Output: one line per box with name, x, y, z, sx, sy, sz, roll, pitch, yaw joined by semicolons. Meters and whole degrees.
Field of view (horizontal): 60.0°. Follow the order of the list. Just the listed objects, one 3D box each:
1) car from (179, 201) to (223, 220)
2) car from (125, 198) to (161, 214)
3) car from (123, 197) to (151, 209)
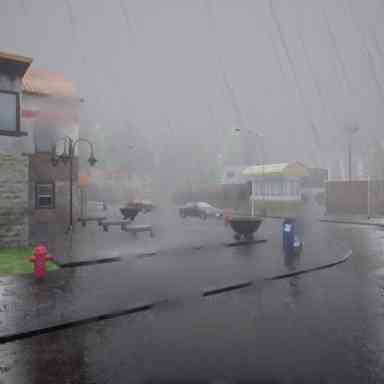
car;0.639;1.526;27.975;1.812;1.442;4.674;0;0;-36
car;-5.168;1.478;36.151;1.882;1.535;5.008;0;0;-35
car;-7.727;1.526;46.754;1.812;1.442;4.674;0;0;-39
